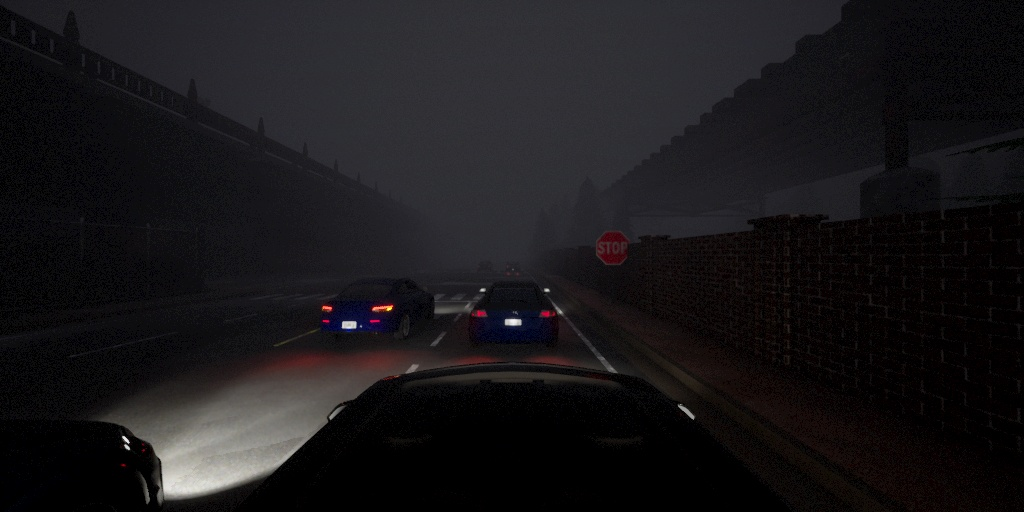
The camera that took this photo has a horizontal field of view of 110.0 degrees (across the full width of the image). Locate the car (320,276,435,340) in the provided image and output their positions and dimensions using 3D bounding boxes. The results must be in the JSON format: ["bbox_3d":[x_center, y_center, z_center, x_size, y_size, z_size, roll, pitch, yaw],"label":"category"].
[{"bbox_3d":[-3.413,1.275,9.805,1.812,1.442,4.674,0,0,0],"label":"car"}]

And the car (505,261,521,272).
[{"bbox_3d":[0.097,1.350,46.101,1.895,1.301,4.718,0,0,-1],"label":"car"}]

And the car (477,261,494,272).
[{"bbox_3d":[-3.398,1.296,45.932,2.033,1.411,5.357,0,0,-1],"label":"car"}]

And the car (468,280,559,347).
[{"bbox_3d":[0.069,1.314,9.283,1.994,1.385,4.181,0,0,1],"label":"car"}]

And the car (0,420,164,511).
[{"bbox_3d":[-3.398,1.314,0.709,1.994,1.385,4.181,0,0,0],"label":"car"}]
